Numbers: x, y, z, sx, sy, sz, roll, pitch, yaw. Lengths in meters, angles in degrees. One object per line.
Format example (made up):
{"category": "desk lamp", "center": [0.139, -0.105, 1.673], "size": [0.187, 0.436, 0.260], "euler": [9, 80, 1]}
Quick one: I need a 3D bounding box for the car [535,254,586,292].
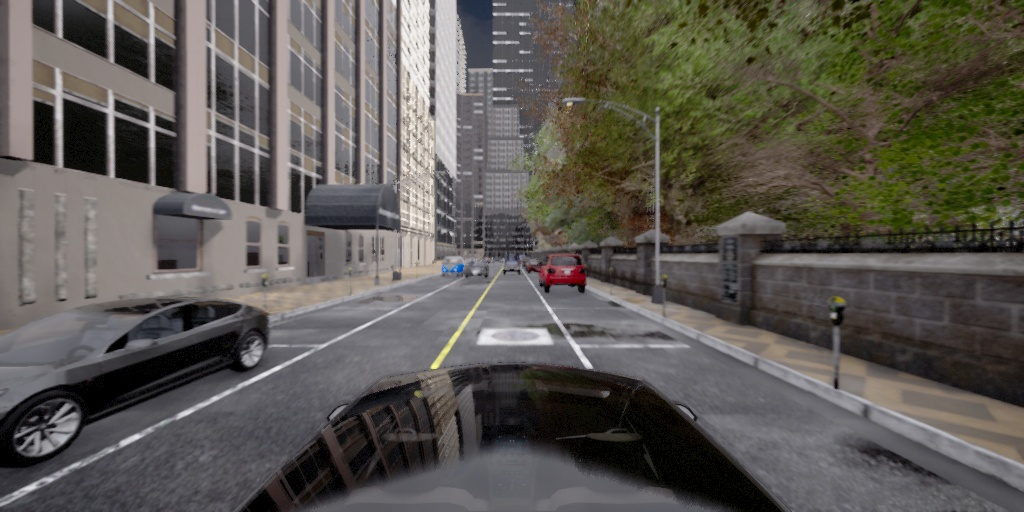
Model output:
{"category": "car", "center": [2.739, 0.890, 20.450], "size": [2.150, 2.045, 5.566], "euler": [0, 0, 0]}

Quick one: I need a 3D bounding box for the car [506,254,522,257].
{"category": "car", "center": [-0.015, 0.738, 51.977], "size": [2.150, 2.045, 5.566], "euler": [0, 0, 0]}

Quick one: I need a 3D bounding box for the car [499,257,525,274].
{"category": "car", "center": [0.005, 1.134, 37.142], "size": [2.033, 1.411, 5.357], "euler": [0, 0, 0]}

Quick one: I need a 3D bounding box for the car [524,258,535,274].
{"category": "car", "center": [2.544, 1.127, 38.183], "size": [1.888, 1.381, 4.507], "euler": [0, 0, 0]}

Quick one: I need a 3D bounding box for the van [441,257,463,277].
{"category": "van", "center": [-5.333, 0.948, 32.639], "size": [1.690, 1.789, 3.998], "euler": [0, 0, 0]}

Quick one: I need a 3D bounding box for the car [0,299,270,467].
{"category": "car", "center": [-5.317, 1.301, 4.914], "size": [1.948, 1.339, 4.313], "euler": [0, 0, 0]}

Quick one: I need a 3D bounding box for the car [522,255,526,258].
{"category": "car", "center": [2.540, 0.995, 43.728], "size": [1.967, 1.591, 4.097], "euler": [0, 0, 0]}

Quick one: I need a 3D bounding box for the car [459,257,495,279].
{"category": "car", "center": [-2.857, 1.111, 30.481], "size": [2.128, 1.511, 4.902], "euler": [0, 0, 0]}
